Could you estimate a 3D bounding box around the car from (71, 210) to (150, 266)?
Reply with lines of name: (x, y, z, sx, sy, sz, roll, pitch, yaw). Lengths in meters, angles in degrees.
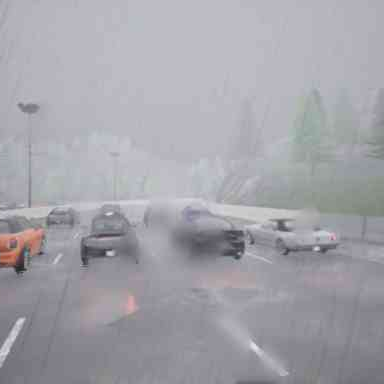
car: (-3.044, 1.671, 12.359, 2.128, 1.511, 4.902, 0, -1, -15)

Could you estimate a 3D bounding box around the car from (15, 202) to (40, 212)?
car: (-27.379, 2.405, 55.518, 1.882, 1.535, 5.008, -1, -1, -2)

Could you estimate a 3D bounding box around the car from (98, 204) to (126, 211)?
car: (-6.323, 1.728, 26.229, 2.097, 1.767, 4.553, 0, -1, -11)

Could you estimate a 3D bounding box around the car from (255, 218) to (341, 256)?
car: (3.809, 1.732, 13.808, 1.895, 1.301, 4.718, 0, -1, -15)

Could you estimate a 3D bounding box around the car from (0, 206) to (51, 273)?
car: (-6.372, 1.549, 11.270, 2.097, 1.767, 4.553, 0, -1, -15)

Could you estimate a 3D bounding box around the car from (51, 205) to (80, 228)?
car: (-9.757, 1.893, 25.544, 2.128, 1.511, 4.902, 0, -1, -11)

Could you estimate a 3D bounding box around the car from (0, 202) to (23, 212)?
car: (-30.875, 2.515, 56.123, 2.033, 1.411, 5.357, -1, -1, -2)

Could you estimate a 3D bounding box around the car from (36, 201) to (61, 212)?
car: (-23.868, 2.385, 55.414, 2.128, 1.511, 4.902, -1, -1, -2)

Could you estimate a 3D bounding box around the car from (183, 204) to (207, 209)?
car: (0.284, 1.824, 29.005, 1.882, 1.535, 5.008, 0, 0, -10)

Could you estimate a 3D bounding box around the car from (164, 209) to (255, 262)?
car: (0.396, 1.632, 13.030, 1.882, 1.535, 5.008, 0, -1, -15)

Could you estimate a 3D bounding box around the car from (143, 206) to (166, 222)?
car: (-2.922, 1.846, 27.068, 2.128, 1.511, 4.902, 0, -1, -10)
